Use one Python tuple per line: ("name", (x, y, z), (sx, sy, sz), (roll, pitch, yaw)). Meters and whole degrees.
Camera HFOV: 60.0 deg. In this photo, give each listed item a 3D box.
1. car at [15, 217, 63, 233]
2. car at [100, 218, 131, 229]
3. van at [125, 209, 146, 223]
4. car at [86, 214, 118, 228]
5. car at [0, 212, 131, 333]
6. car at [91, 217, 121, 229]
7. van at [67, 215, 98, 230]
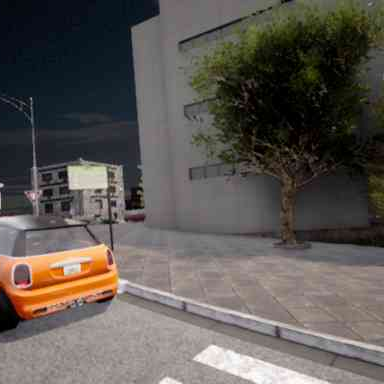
("car", (-18.130, 3.888, 39.731), (2.128, 1.511, 4.902), (-7, -5, 27))
("car", (-13.838, 5.708, 60.138), (5.366, 1.575, 1.946), (-6, -7, 24))
("van", (-6.904, 3.326, 45.069), (4.442, 1.987, 1.878), (-6, -7, 24))
("car", (-13.369, 4.344, 49.729), (2.097, 1.767, 4.553), (-6, -7, 24))
("car", (-3.595, 1.284, 7.028), (4.553, 1.767, 2.097), (1, 2, 42))
("car", (-14.852, 5.317, 57.418), (4.553, 1.767, 2.185), (-6, -7, 24))
("van", (-17.286, 4.790, 52.437), (4.442, 1.987, 1.878), (-6, -7, 24))
